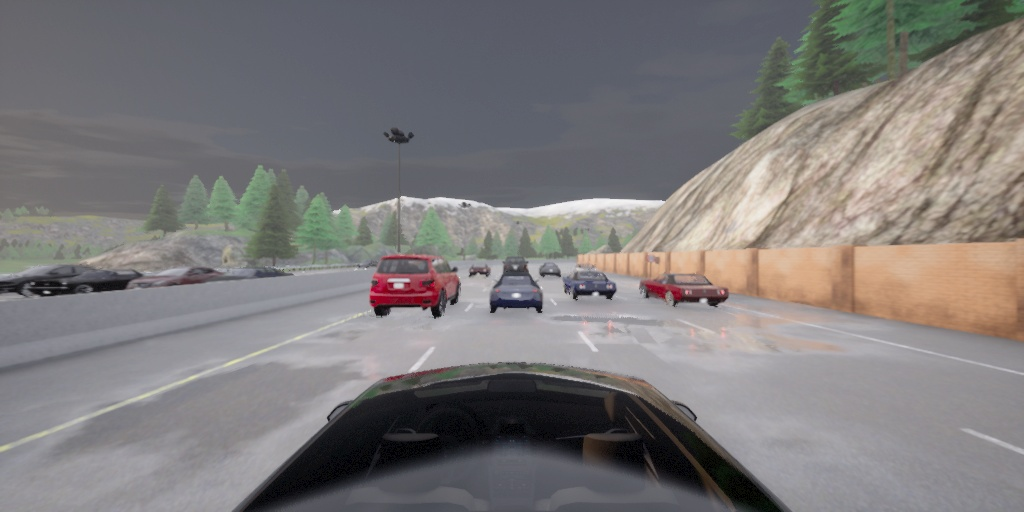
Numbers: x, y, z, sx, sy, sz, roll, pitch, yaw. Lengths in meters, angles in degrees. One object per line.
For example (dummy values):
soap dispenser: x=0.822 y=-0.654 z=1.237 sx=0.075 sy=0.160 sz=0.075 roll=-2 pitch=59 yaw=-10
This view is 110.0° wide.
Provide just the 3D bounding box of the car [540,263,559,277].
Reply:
car: x=3.826 y=1.387 z=36.917 sx=1.994 sy=1.385 sz=4.181 roll=0 pitch=0 yaw=0

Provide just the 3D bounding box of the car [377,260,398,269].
car: x=-20.639 y=1.377 z=59.581 sx=1.994 sy=1.385 sz=4.181 roll=0 pitch=0 yaw=1

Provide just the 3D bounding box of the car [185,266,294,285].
car: x=-13.995 y=1.301 z=19.304 sx=2.033 sy=1.411 sz=5.357 roll=0 pitch=0 yaw=0

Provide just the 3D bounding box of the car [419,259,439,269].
car: x=-13.649 y=1.320 z=59.326 sx=2.128 sy=1.511 sz=4.902 roll=0 pitch=0 yaw=1

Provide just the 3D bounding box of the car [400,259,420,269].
car: x=-17.119 y=1.300 z=60.403 sx=1.882 sy=1.535 sz=5.008 roll=0 pitch=0 yaw=1

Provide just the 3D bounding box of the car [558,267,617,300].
car: x=3.696 y=1.389 z=17.983 sx=1.895 sy=1.301 sz=4.718 roll=0 pitch=0 yaw=0

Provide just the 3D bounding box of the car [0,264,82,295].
car: x=-24.495 y=1.209 z=19.164 sx=1.882 sy=1.535 sz=5.008 roll=0 pitch=0 yaw=0

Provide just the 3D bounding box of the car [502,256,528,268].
car: x=0.294 y=1.030 z=32.172 sx=2.150 sy=2.045 sz=5.566 roll=0 pitch=0 yaw=0

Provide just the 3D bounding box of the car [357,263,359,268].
car: x=-24.133 y=1.301 z=59.891 sx=2.128 sy=1.511 sz=4.902 roll=0 pitch=0 yaw=1

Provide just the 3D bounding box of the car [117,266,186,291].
car: x=-17.495 y=1.271 z=19.136 sx=1.812 sy=1.442 sz=4.674 roll=0 pitch=0 yaw=0

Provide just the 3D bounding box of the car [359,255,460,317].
car: x=-3.337 y=0.985 z=13.316 sx=2.150 sy=2.045 sz=5.566 roll=0 pitch=0 yaw=0

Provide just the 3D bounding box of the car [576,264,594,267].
car: x=7.323 y=1.430 z=36.362 sx=1.895 sy=1.301 sz=4.718 roll=0 pitch=0 yaw=0

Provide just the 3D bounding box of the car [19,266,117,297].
car: x=-21.001 y=1.338 z=18.398 sx=1.895 sy=1.301 sz=4.718 roll=0 pitch=0 yaw=0

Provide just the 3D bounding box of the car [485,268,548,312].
car: x=0.167 y=1.337 z=14.384 sx=1.994 sy=1.385 sz=4.181 roll=0 pitch=0 yaw=0

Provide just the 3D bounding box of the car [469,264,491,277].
car: x=-3.178 y=1.408 z=36.218 sx=1.895 sy=1.301 sz=4.718 roll=0 pitch=0 yaw=0

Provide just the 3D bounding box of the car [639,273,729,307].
car: x=7.179 y=1.391 z=15.623 sx=1.895 sy=1.301 sz=4.718 roll=0 pitch=0 yaw=0
